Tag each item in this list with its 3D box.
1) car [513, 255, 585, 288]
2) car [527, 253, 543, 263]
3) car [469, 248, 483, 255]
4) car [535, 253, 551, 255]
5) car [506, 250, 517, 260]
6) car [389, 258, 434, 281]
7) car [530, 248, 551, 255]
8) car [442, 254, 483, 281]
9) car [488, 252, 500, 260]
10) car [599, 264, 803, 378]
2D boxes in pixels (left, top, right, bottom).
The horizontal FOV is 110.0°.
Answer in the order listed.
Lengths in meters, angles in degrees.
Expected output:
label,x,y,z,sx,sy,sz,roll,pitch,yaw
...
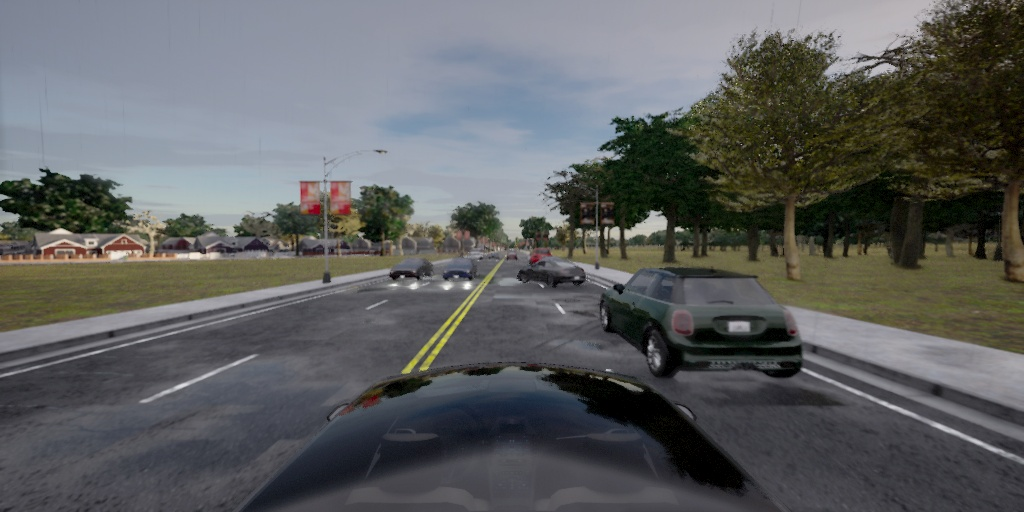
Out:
label,x,y,z,sx,sy,sz,roll,pitch,yaw
car,2.140,0.885,19.958,1.812,1.442,4.674,-1,1,-29
car,3.254,0.300,51.312,1.895,1.301,4.718,0,1,0
car,-6.519,-0.346,65.072,2.150,2.045,5.566,0,1,1
car,3.252,0.709,29.283,2.033,1.411,5.357,0,1,0
car,0.013,-0.006,62.357,1.812,1.442,4.674,0,1,0
car,-6.598,0.816,24.231,2.033,1.411,5.357,0,1,0
car,3.253,0.151,40.305,2.150,2.045,5.566,0,1,0
car,-3.347,0.816,24.232,2.033,1.411,5.357,0,1,0
car,-3.275,-0.026,65.149,1.994,1.385,4.181,0,1,1
car,3.250,0.983,7.250,2.097,1.767,4.553,0,1,0
